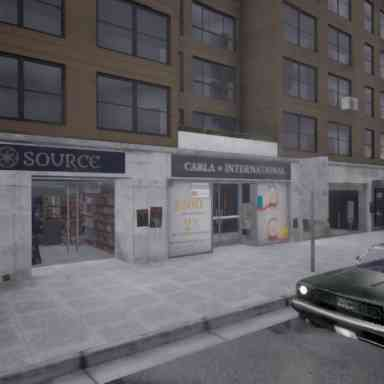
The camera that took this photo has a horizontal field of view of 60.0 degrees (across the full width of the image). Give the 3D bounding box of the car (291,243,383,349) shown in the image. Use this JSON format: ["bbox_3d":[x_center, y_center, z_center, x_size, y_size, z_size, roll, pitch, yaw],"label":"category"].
[{"bbox_3d":[3.892,1.601,5.799,4.718,1.301,1.895,0,0,-35],"label":"car"}]
